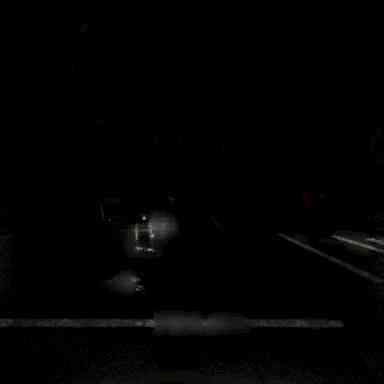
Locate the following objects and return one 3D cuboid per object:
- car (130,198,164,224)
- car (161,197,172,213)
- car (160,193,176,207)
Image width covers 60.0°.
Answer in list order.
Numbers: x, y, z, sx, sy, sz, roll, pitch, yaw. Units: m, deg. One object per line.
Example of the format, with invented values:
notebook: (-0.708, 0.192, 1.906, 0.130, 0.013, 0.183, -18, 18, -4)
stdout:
car: (-3.316, 1.441, 24.029, 2.128, 1.511, 4.902, 0, 0, -5)
car: (-3.584, 1.523, 36.464, 1.895, 1.301, 4.718, 0, 0, 0)
car: (-3.559, 1.114, 49.716, 2.150, 2.045, 5.566, 0, 0, 0)
